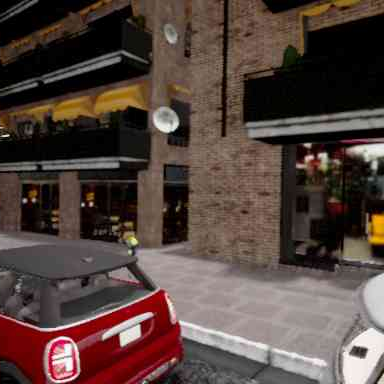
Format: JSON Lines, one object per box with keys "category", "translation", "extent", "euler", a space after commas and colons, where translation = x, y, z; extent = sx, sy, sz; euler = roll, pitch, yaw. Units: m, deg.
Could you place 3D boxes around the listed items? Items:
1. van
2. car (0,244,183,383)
{"category": "van", "translation": [2.450, 1.345, 1.101], "extent": [3.998, 1.788, 1.690], "euler": [0, 1, 36]}
{"category": "car", "translation": [-2.188, 1.432, 4.411], "extent": [4.097, 1.590, 1.967], "euler": [0, 1, 36]}
